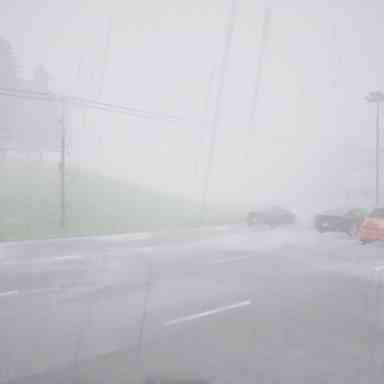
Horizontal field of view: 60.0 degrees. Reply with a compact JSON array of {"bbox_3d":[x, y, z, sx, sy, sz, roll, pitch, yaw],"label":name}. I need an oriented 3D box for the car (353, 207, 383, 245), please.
[{"bbox_3d":[9.515,1.435,14.830,4.553,1.767,2.097,0,0,-35],"label":"car"}]

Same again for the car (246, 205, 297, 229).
[{"bbox_3d":[5.418,1.614,22.502,1.812,1.442,4.674,0,0,41],"label":"car"}]

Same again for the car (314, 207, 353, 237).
[{"bbox_3d":[8.960,1.570,18.731,5.008,1.535,1.882,0,0,-35],"label":"car"}]
